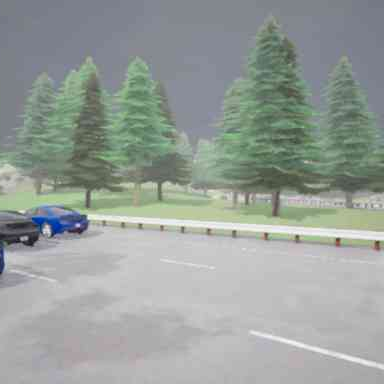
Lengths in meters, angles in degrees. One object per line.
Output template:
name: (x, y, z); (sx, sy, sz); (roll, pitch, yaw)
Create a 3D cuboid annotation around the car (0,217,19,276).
car: (-6.745, 1.449, 8.415); (5.008, 1.535, 1.882); (0, 0, 33)

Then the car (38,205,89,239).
car: (-7.545, 1.437, 17.192); (5.008, 1.535, 1.882); (0, 0, 32)

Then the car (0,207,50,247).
car: (-8.210, 1.466, 13.492); (4.892, 1.490, 1.837); (0, 0, 32)
